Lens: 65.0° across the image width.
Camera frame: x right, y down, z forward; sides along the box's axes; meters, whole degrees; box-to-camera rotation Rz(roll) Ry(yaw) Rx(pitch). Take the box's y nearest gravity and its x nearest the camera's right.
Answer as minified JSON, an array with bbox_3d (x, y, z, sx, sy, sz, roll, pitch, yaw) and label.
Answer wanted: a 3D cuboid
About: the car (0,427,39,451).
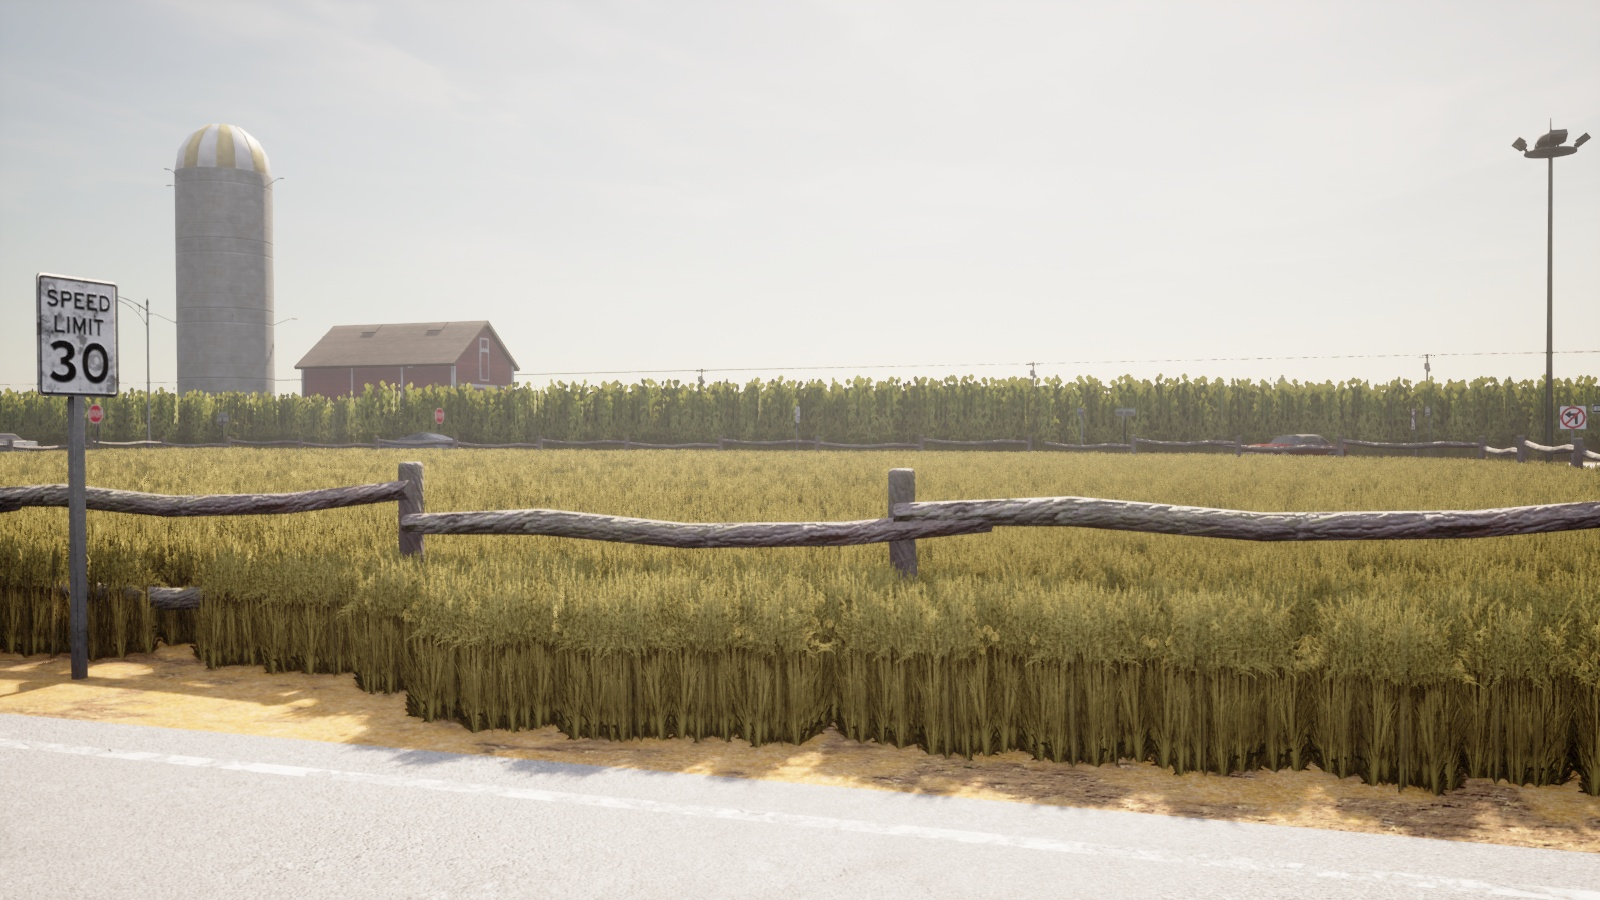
[{"bbox_3d":[-45.073,-0.618,70.032,4.718,1.301,1.895,1,1,18],"label":"car"}]

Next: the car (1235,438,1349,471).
[{"bbox_3d":[20.725,0.158,52.863,4.718,1.301,1.895,0,1,-29],"label":"car"}]

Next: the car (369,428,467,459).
[{"bbox_3d":[-18.554,-0.324,61.065,4.181,1.385,1.994,1,1,19],"label":"car"}]
